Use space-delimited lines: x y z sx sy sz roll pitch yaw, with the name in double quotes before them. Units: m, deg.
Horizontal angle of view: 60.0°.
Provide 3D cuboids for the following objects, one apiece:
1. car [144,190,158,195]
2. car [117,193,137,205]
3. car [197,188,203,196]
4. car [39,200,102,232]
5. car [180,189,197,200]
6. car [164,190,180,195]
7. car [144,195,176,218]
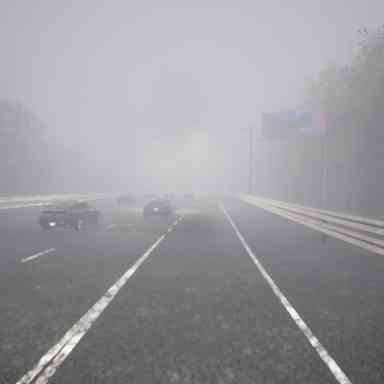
"car" -7.526 0.450 61.324 2.097 1.767 4.553 0 1 3
"car" -8.510 0.864 43.429 1.812 1.442 4.674 0 1 3
"car" 1.088 0.144 90.523 2.097 1.767 4.553 0 1 3
"car" -6.401 1.218 18.013 1.837 1.490 4.892 0 1 3
"car" -0.545 0.617 60.903 1.882 1.535 5.008 0 1 3
"car" -4.036 0.610 61.146 2.128 1.511 4.902 0 1 3
"car" -2.468 1.183 25.842 1.994 1.385 4.181 0 1 3
